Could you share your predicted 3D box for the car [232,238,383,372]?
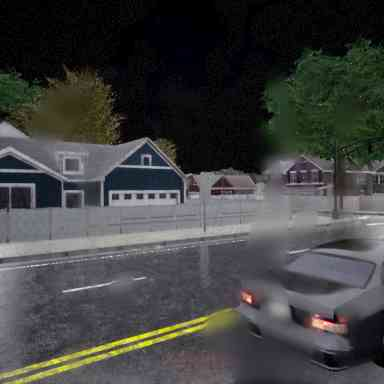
[{"bbox_3d":[3.143,1.539,5.709,5.357,1.411,2.033,0,0,-36],"label":"car"}]
